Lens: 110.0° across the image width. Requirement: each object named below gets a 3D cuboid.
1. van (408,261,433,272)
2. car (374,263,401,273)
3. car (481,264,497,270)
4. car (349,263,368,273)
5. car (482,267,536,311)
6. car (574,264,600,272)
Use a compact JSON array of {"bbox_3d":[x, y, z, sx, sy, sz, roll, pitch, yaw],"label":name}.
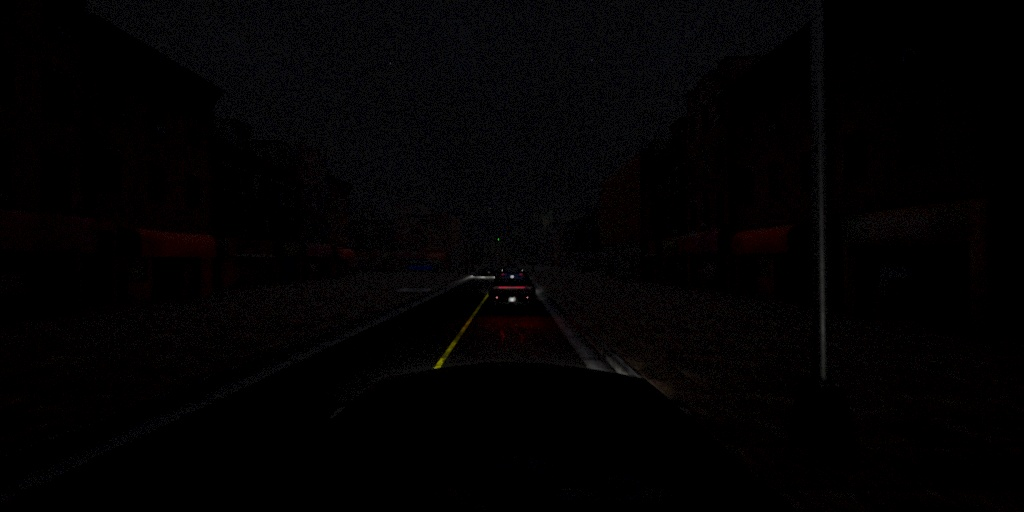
[{"bbox_3d":[-14.737,1.774,58.081,3.998,1.789,1.690,0,0,0],"label":"van"},{"bbox_3d":[-20.213,1.888,58.055,4.097,1.591,1.967,0,0,0],"label":"car"},{"bbox_3d":[-2.765,1.745,45.425,1.837,1.490,4.892,0,-1,0],"label":"car"},{"bbox_3d":[-25.688,1.903,58.029,4.097,1.591,1.967,0,0,0],"label":"car"},{"bbox_3d":[0.022,1.385,15.363,2.128,1.511,4.902,0,0,0],"label":"car"},{"bbox_3d":[12.264,1.919,58.210,4.403,1.370,2.007,0,0,0],"label":"car"}]
